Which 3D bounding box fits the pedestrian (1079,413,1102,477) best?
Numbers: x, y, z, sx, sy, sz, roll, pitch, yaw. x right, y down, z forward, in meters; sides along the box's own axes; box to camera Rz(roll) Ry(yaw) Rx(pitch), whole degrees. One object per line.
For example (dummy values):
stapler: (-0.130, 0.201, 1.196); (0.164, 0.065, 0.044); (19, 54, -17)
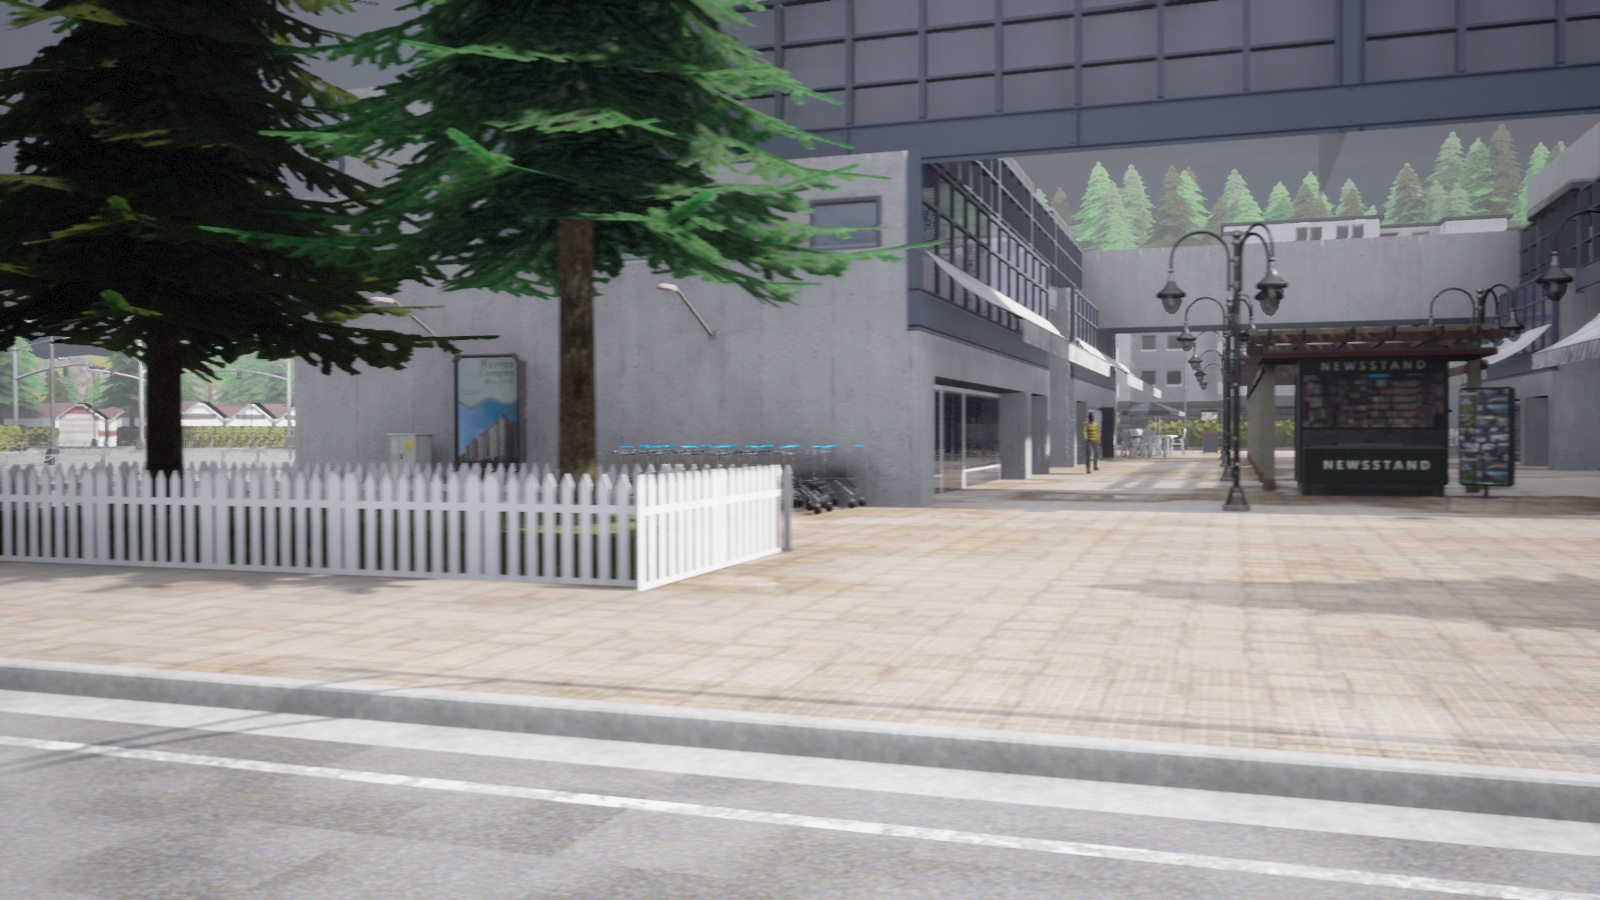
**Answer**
pedestrian: (8.464, -0.157, 36.569); (0.431, 1.840, 0.709); (0, 1, -5)
